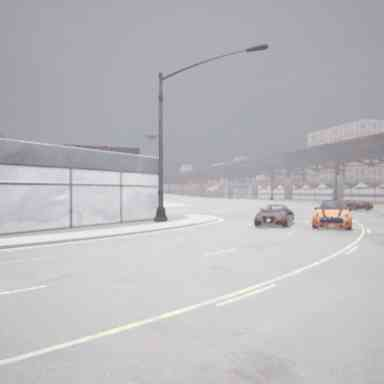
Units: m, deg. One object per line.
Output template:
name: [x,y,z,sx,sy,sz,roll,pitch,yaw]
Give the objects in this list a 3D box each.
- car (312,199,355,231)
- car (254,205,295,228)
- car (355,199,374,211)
car: [8.793,1.314,20.703,2.097,1.767,4.553,0,0,26]
car: [5.529,1.533,22.009,1.994,1.385,4.181,0,0,26]
car: [19.245,1.529,39.652,1.895,1.301,4.718,0,0,-9]
